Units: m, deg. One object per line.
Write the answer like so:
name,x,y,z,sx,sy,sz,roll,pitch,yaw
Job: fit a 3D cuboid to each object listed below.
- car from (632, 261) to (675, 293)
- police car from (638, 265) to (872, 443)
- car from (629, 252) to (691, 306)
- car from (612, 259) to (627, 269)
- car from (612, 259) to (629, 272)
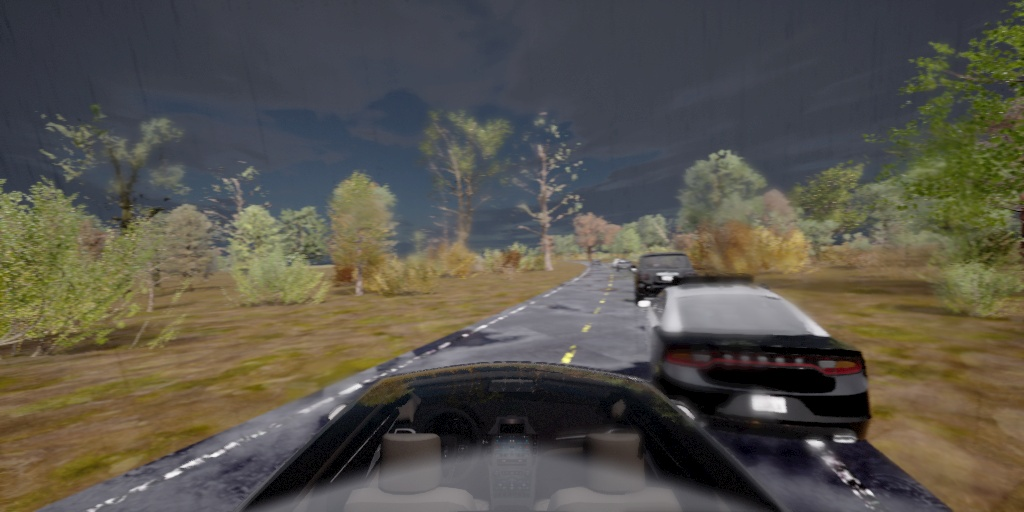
car,8.065,1.104,20.807,1.882,1.535,5.008,-2,-1,17
police car,3.109,1.098,5.628,1.930,1.638,5.238,-2,-1,19
car,6.252,0.866,15.088,2.150,2.045,5.566,-2,-1,18
car,16.292,1.157,54.525,1.812,1.442,4.674,-2,-1,13
car,13.562,1.121,43.460,2.128,1.511,4.902,-2,0,15
